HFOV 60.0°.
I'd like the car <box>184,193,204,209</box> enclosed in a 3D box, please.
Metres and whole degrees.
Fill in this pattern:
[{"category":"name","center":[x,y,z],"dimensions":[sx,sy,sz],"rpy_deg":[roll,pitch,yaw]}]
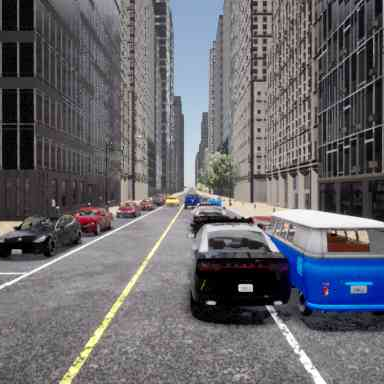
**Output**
[{"category":"car","center":[0.093,1.206,44.894],"dimensions":[2.150,2.045,5.566],"rpy_deg":[0,0,0]}]

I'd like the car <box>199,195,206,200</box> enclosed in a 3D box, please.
[{"category":"car","center":[2.870,1.476,92.690],"dimensions":[2.008,1.369,4.403],"rpy_deg":[0,0,0]}]

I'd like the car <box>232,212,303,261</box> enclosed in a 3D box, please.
[{"category":"car","center":[2.713,1.580,12.931],"dimensions":[1.802,1.307,4.206],"rpy_deg":[0,0,0]}]

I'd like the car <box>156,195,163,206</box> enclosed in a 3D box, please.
[{"category":"car","center":[-5.589,1.544,52.827],"dimensions":[1.947,1.339,4.313],"rpy_deg":[0,0,0]}]

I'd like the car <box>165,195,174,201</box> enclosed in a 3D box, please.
[{"category":"car","center":[-5.533,1.526,81.313],"dimensions":[1.802,1.307,4.206],"rpy_deg":[0,0,0]}]

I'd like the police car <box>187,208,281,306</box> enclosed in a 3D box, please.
[{"category":"police car","center":[0.917,1.424,8.233],"dimensions":[1.930,1.638,5.238],"rpy_deg":[0,0,0]}]

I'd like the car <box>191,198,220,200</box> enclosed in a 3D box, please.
[{"category":"car","center":[0.948,1.452,24.313],"dimensions":[1.801,1.575,5.366],"rpy_deg":[0,0,0]}]

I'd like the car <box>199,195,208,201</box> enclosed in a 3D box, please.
[{"category":"car","center":[2.847,1.495,81.296],"dimensions":[2.008,1.369,4.403],"rpy_deg":[0,0,0]}]

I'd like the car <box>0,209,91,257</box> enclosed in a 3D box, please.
[{"category":"car","center":[-5.668,1.564,12.948],"dimensions":[1.947,1.339,4.313],"rpy_deg":[0,0,0]}]

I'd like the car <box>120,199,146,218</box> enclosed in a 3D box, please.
[{"category":"car","center":[-5.634,1.576,30.040],"dimensions":[1.802,1.307,4.206],"rpy_deg":[0,0,0]}]

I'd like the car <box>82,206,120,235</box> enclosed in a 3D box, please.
[{"category":"car","center":[-5.656,1.542,18.645],"dimensions":[1.887,1.381,4.507],"rpy_deg":[0,0,0]}]

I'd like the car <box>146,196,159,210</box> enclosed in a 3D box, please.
[{"category":"car","center":[-5.612,1.569,41.434],"dimensions":[1.802,1.307,4.206],"rpy_deg":[0,0,0]}]

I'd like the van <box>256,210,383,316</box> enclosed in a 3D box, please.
[{"category":"van","center":[2.701,1.340,7.235],"dimensions":[1.690,1.788,3.998],"rpy_deg":[0,0,0]}]

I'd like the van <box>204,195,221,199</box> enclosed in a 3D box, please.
[{"category":"van","center":[2.768,1.329,41.416],"dimensions":[1.690,1.788,3.998],"rpy_deg":[0,0,0]}]

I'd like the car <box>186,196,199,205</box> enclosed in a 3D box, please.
[{"category":"car","center":[0.117,1.463,59.168],"dimensions":[2.128,1.511,4.902],"rpy_deg":[0,0,0]}]

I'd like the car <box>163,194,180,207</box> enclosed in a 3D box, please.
[{"category":"car","center":[-2.902,1.458,50.069],"dimensions":[1.882,1.535,5.008],"rpy_deg":[0,0,0]}]

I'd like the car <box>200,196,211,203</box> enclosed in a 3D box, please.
[{"category":"car","center":[2.825,1.510,69.901],"dimensions":[2.008,1.369,4.403],"rpy_deg":[0,0,0]}]

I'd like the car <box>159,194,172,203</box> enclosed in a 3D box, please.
[{"category":"car","center":[-5.556,1.274,69.918],"dimensions":[2.192,1.841,5.009],"rpy_deg":[0,0,0]}]

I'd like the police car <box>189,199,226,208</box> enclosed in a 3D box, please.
[{"category":"police car","center":[0.936,1.423,18.233],"dimensions":[1.930,1.638,5.238],"rpy_deg":[0,0,0]}]
